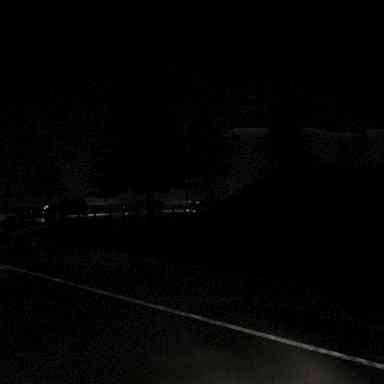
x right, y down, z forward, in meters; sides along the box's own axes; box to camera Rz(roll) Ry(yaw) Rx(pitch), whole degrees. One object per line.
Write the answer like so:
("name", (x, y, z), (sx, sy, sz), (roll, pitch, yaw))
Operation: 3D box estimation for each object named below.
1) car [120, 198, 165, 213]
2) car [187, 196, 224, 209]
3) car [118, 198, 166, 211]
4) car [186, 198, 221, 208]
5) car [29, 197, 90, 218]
("car", (-5.184, 1.406, 35.789), (4.902, 1.511, 2.128), (0, 0, -42))
("car", (1.742, 1.276, 41.526), (4.553, 1.767, 2.097), (0, 0, -35))
("car", (-5.935, 1.448, 39.885), (5.357, 1.411, 2.033), (0, 0, -42))
("car", (1.630, 1.514, 45.774), (4.718, 1.301, 1.895), (0, 0, -35))
("car", (-11.389, 1.260, 29.373), (2.097, 1.767, 4.553), (0, 0, 41))
